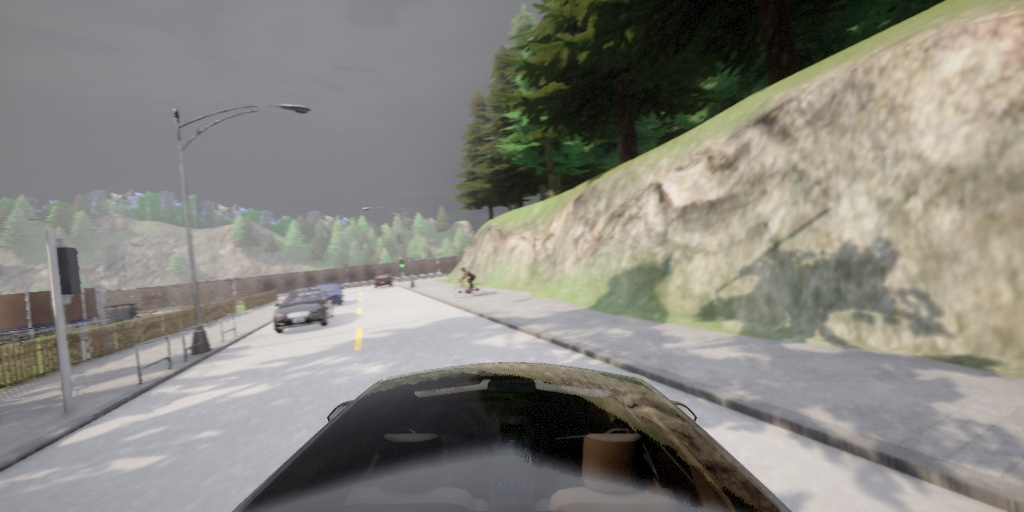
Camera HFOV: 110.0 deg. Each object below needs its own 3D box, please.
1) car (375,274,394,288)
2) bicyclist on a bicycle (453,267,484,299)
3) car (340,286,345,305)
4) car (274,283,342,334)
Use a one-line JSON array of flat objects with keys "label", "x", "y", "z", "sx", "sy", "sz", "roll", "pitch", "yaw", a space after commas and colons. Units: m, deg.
[{"label": "car", "x": -15.646, "y": 3.019, "z": 44.012, "sx": 1.882, "sy": 1.535, "sz": 5.008, "roll": -6, "pitch": 0, "yaw": -13}, {"label": "bicyclist on a bicycle", "x": -2.328, "y": 1.383, "z": 18.894, "sx": 1.656, "sy": 1.620, "sz": 0.582, "roll": -6, "pitch": 0, "yaw": -23}, {"label": "car", "x": -12.740, "y": 2.662, "z": 24.838, "sx": 1.882, "sy": 1.535, "sz": 5.008, "roll": -6, "pitch": 0, "yaw": -22}, {"label": "car", "x": -8.952, "y": 2.244, "z": 15.677, "sx": 2.128, "sy": 1.511, "sz": 4.902, "roll": -6, "pitch": 0, "yaw": -23}]
